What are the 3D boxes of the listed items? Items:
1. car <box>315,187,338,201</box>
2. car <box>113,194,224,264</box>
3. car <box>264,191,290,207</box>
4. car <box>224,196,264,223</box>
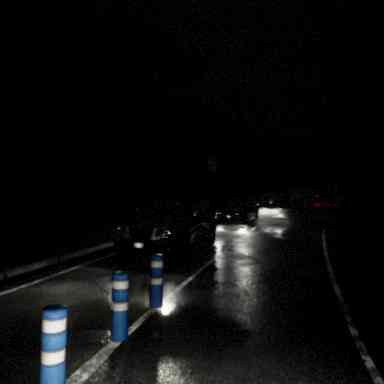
[{"bbox_3d":[16.078,0.394,40.119,1.895,1.301,4.718,0,2,27],"label":"car"},{"bbox_3d":[-0.649,1.134,12.220,2.150,2.045,5.566,0,1,19],"label":"car"},{"bbox_3d":[8.507,0.636,33.255,2.128,1.511,4.902,0,2,28],"label":"car"},{"bbox_3d":[3.118,1.103,21.897,1.837,1.490,4.892,0,3,24],"label":"car"}]
